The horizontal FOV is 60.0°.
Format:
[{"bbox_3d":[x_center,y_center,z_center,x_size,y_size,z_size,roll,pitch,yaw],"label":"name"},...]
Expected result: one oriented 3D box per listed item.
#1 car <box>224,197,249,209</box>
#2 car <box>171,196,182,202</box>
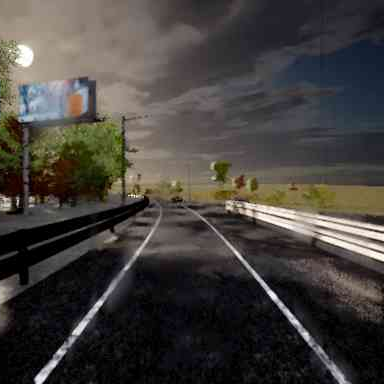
[{"bbox_3d":[5.708,1.402,43.328,2.128,1.511,4.902,0,0,-16],"label":"car"},{"bbox_3d":[-3.516,1.516,75.076,1.994,1.385,4.181,0,0,-16],"label":"car"}]
